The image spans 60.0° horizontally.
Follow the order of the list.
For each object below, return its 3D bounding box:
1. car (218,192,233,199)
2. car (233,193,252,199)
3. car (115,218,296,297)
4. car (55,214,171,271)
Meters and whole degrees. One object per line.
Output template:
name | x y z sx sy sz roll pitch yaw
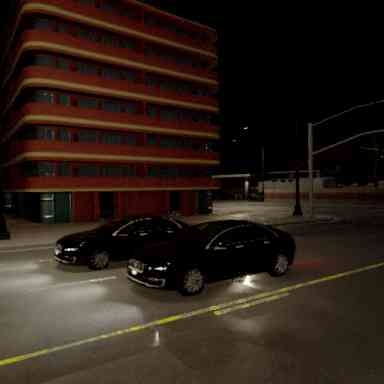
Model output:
car | 8.949 0.930 86.191 4.611 1.667 2.242 -1 1 -35
car | 12.919 1.061 81.968 3.806 1.475 1.970 -1 1 -35
car | 0.704 1.533 8.779 4.892 1.490 1.837 0 0 -35
car | -1.980 1.542 11.166 4.892 1.490 1.837 0 0 -35
